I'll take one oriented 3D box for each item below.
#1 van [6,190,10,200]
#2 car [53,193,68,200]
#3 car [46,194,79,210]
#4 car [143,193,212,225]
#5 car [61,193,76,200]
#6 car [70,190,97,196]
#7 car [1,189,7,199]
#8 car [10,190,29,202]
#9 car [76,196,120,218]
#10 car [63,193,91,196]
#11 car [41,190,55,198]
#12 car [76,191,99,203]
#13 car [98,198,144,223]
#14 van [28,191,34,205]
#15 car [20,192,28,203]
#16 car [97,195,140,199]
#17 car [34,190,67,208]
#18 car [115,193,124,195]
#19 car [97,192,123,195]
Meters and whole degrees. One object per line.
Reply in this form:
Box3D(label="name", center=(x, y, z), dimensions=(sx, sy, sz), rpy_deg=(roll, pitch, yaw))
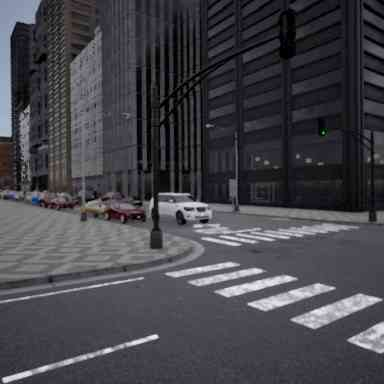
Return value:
Box3D(label="van", center=(-34.592, 0.738, 65.073), dimensions=(1.690, 1.788, 3.998), rpy_deg=(0, 1, -36))
Box3D(label="car", center=(-27.689, 0.839, 70.075), dimensions=(1.887, 1.381, 4.507), rpy_deg=(0, 1, -36))
Box3D(label="car", center=(-14.786, 1.267, 37.751), dimensions=(1.887, 1.381, 4.507), rpy_deg=(0, 1, -36))
Box3D(label="car", center=(-0.973, 1.076, 23.374), dimensions=(2.150, 2.045, 5.566), rpy_deg=(-1, 1, -36))
Box3D(label="car", center=(-24.388, 0.933, 65.522), dimensions=(1.802, 1.307, 4.206), rpy_deg=(0, 1, -36))
Box3D(label="car", center=(-15.612, 0.787, 48.922), dimensions=(2.150, 2.045, 5.566), rpy_deg=(-1, 1, -38))
Box3D(label="car", center=(-37.894, 0.654, 69.627), dimensions=(2.192, 1.841, 5.009), rpy_deg=(0, 1, -36))
Box3D(label="car", center=(-31.292, 0.894, 60.521), dimensions=(1.967, 1.590, 4.097), rpy_deg=(0, 1, -36))
Box3D(label="car", center=(-8.084, 1.345, 28.505), dimensions=(1.752, 1.417, 4.829), rpy_deg=(0, 1, -36))
Box3D(label="car", center=(-14.904, 1.217, 42.636), dimensions=(1.994, 1.385, 4.181), rpy_deg=(-1, 1, -36))
Box3D(label="car", center=(-34.290, 0.494, 79.180), dimensions=(2.192, 1.841, 5.009), rpy_deg=(0, 1, -36))
Box3D(label="car", center=(-17.785, 0.779, 56.412), dimensions=(2.192, 1.841, 5.009), rpy_deg=(0, 1, -36))
Box3D(label="car", center=(-4.882, 1.408, 24.089), dimensions=(1.887, 1.381, 4.507), rpy_deg=(0, 1, -36))
Box3D(label="van", center=(-21.388, 0.961, 46.858), dimensions=(1.690, 1.788, 3.998), rpy_deg=(0, 1, -36))
Box3D(label="car", center=(-24.690, 1.117, 51.414), dimensions=(2.008, 1.369, 4.403), rpy_deg=(0, 1, -36))
Box3D(label="car", center=(-7.181, 1.315, 31.952), dimensions=(2.033, 1.411, 5.357), rpy_deg=(-1, 1, -35))
Box3D(label="car", center=(-18.087, 0.987, 42.303), dimensions=(2.192, 1.841, 5.009), rpy_deg=(0, 1, -36))
Box3D(label="car", center=(-7.883, 1.186, 42.753), dimensions=(1.947, 1.339, 4.313), rpy_deg=(0, 1, -36))
Box3D(label="car", center=(-11.183, 0.884, 47.305), dimensions=(2.192, 1.841, 5.009), rpy_deg=(0, 1, -36))
